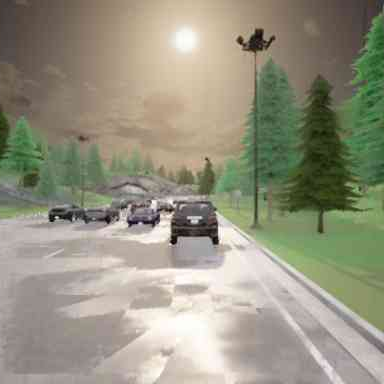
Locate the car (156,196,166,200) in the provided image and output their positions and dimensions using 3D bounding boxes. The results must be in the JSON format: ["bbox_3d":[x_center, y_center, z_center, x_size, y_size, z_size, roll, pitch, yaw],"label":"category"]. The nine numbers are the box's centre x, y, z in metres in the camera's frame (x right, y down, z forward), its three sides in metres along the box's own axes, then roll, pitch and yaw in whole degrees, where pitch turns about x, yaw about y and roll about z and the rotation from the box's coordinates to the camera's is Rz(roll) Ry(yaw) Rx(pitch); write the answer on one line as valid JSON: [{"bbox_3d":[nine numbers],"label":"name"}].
[{"bbox_3d":[-6.946,1.847,76.347,2.150,2.045,5.566,0,0,0],"label":"car"}]

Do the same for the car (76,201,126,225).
[{"bbox_3d":[-6.881,1.703,25.817,2.128,1.511,4.902,0,0,0],"label":"car"}]

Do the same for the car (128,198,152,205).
[{"bbox_3d":[-6.867,1.718,44.848,2.097,1.767,4.553,0,0,0],"label":"car"}]

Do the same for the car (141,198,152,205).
[{"bbox_3d":[-10.446,2.099,76.317,1.882,1.535,5.008,0,0,0],"label":"car"}]

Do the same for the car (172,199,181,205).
[{"bbox_3d":[-3.447,2.213,75.892,1.895,1.301,4.718,0,0,0],"label":"car"}]

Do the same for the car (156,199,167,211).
[{"bbox_3d":[-3.371,1.944,42.121,1.895,1.301,4.718,0,0,0],"label":"car"}]

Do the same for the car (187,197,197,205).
[{"bbox_3d":[0.051,1.948,72.948,2.097,1.767,4.553,0,0,0],"label":"car"}]

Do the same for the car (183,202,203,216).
[{"bbox_3d":[0.124,1.851,37.241,2.033,1.411,5.357,0,0,0],"label":"car"}]

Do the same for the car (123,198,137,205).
[{"bbox_3d":[-13.947,2.046,75.071,2.128,1.511,4.902,0,0,0],"label":"car"}]

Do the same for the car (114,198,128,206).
[{"bbox_3d":[-10.366,1.878,47.478,2.128,1.511,4.902,0,-1,0],"label":"car"}]

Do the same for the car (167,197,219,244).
[{"bbox_3d":[0.113,1.360,16.760,2.150,2.045,5.566,0,0,0],"label":"car"}]

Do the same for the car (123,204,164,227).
[{"bbox_3d":[-3.383,1.798,24.095,1.895,1.301,4.718,0,0,0],"label":"car"}]

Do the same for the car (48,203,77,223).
[{"bbox_3d":[-10.380,1.733,27.996,1.837,1.490,4.892,0,-1,0],"label":"car"}]

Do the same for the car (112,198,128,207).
[{"bbox_3d":[-13.955,2.027,64.654,2.128,1.511,4.902,0,0,0],"label":"car"}]
